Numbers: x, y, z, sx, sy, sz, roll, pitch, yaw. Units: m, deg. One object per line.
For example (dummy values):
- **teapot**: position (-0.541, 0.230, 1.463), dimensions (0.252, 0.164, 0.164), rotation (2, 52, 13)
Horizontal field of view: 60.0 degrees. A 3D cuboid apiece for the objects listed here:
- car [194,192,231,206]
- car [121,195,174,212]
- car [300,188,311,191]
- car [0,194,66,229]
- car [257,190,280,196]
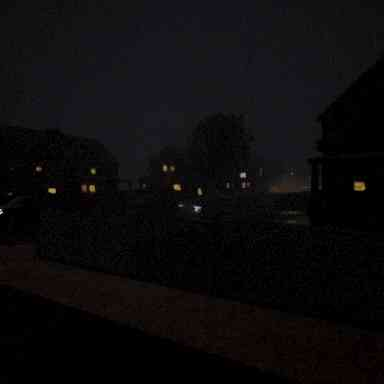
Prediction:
- **car**: position (2.409, 0.724, 36.565), dimensions (2.033, 1.411, 5.357), rotation (1, 2, 36)
- **car**: position (-3.614, 0.967, 28.114), dimensions (2.033, 1.411, 5.357), rotation (1, 2, 35)
- **car**: position (18.880, 0.164, 54.667), dimensions (1.837, 1.490, 4.892), rotation (1, 2, 36)
- **car**: position (-9.704, 1.020, 19.473), dimensions (2.097, 1.767, 4.553), rotation (1, 2, 34)
- **car**: position (11.170, 0.343, 48.733), dimensions (1.895, 1.301, 4.718), rotation (1, 2, 35)
